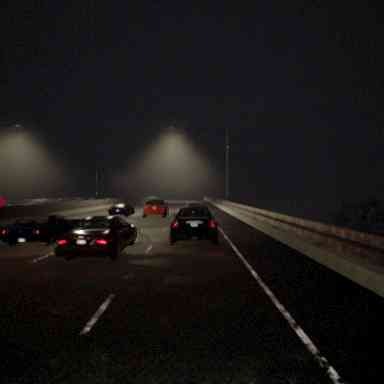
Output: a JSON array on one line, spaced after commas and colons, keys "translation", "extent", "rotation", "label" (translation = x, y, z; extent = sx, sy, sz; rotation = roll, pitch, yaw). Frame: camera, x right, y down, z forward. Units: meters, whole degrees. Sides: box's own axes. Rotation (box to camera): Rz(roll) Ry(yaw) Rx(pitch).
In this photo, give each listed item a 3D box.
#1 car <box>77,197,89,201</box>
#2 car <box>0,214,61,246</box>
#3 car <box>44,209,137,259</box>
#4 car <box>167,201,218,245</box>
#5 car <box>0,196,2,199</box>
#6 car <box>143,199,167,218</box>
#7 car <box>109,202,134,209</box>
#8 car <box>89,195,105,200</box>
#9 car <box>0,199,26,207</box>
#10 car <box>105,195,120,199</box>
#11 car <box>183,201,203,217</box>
[{"translation": [-24.498, 1.774, 75.322], "extent": [1.895, 1.301, 4.718], "rotation": [0, 0, 0], "label": "car"}, {"translation": [-6.902, 1.673, 15.729], "extent": [1.895, 1.301, 4.718], "rotation": [0, 0, 0], "label": "car"}, {"translation": [-3.404, 1.607, 12.763], "extent": [2.033, 1.411, 5.357], "rotation": [0, 0, 0], "label": "car"}, {"translation": [0.096, 1.427, 16.164], "extent": [2.097, 1.767, 4.553], "rotation": [0, 0, 0], "label": "car"}, {"translation": [-21.094, 1.368, 33.335], "extent": [2.150, 2.045, 5.566], "rotation": [0, 0, 0], "label": "car"}, {"translation": [-3.403, 1.494, 32.226], "extent": [2.097, 1.767, 4.553], "rotation": [0, 0, 0], "label": "car"}, {"translation": [-6.902, 1.709, 32.918], "extent": [1.994, 1.385, 4.181], "rotation": [0, 0, 0], "label": "car"}, {"translation": [-20.999, 1.535, 75.381], "extent": [2.097, 1.767, 4.553], "rotation": [0, 0, 0], "label": "car"}, {"translation": [-17.595, 1.709, 32.926], "extent": [1.994, 1.385, 4.181], "rotation": [0, 0, 0], "label": "car"}, {"translation": [-17.499, 1.535, 75.381], "extent": [2.097, 1.767, 4.553], "rotation": [0, 0, 0], "label": "car"}, {"translation": [0.099, 1.673, 33.460], "extent": [1.812, 1.442, 4.674], "rotation": [0, 0, 0], "label": "car"}]
